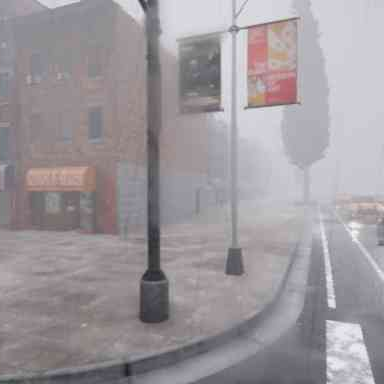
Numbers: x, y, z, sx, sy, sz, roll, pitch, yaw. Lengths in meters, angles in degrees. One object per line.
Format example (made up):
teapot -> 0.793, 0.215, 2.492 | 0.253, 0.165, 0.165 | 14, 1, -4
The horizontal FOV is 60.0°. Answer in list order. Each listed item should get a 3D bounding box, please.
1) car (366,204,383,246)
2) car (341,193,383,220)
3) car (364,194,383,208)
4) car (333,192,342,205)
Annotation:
car -> 7.369, 1.352, 10.967 | 2.033, 1.411, 5.357 | 0, 1, 21
car -> 11.870, 0.975, 23.070 | 2.097, 1.767, 4.553 | 0, 1, 20
car -> 20.702, 0.957, 37.410 | 1.994, 1.385, 4.181 | 0, 1, 21
car -> 19.128, 0.814, 42.399 | 1.882, 1.535, 5.008 | 0, 1, 20
